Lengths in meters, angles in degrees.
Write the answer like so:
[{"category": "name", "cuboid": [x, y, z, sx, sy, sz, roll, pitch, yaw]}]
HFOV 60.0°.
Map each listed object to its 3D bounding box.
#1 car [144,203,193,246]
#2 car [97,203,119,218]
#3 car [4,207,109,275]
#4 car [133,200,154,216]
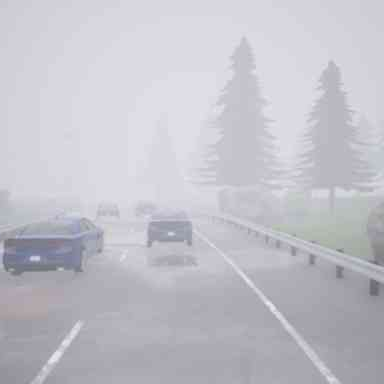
[{"category": "car", "cuboid": [-1.130, 1.471, 15.371, 1.882, 1.535, 5.008, 0, 0, -7]}, {"category": "car", "cuboid": [-7.523, 1.603, 29.757, 1.895, 1.301, 4.718, 0, 0, -15]}, {"category": "car", "cuboid": [-4.089, 1.483, 10.638, 1.882, 1.535, 5.008, 0, 0, -5]}, {"category": "car", "cuboid": [-4.609, 1.470, 32.268, 1.882, 1.535, 5.008, 0, 0, -15]}]
